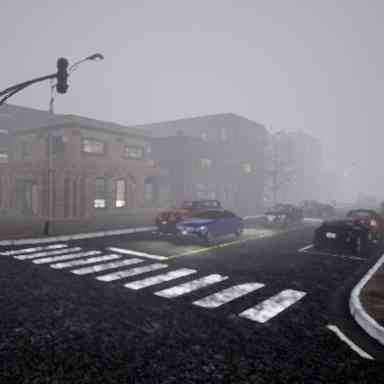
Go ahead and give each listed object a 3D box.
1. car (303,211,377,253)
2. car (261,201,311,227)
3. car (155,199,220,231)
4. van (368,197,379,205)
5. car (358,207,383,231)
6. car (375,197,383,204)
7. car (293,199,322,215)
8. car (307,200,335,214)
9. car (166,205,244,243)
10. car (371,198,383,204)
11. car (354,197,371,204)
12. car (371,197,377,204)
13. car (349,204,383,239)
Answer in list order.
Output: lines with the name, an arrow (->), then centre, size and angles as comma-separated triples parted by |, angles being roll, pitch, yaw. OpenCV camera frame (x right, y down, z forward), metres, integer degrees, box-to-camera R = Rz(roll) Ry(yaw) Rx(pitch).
car -> 6.760, 1.783, 14.913 | 1.947, 1.339, 4.313 | 1, 0, 36
car -> 6.839, 1.658, 24.813 | 2.128, 1.511, 4.902 | 2, 0, 36
car -> 0.004, 1.348, 19.861 | 2.192, 1.841, 5.009 | 1, 0, 36
van -> 42.608, 2.066, 78.059 | 1.690, 1.788, 3.998 | 1, 0, 36
car -> 13.415, 1.851, 24.003 | 1.752, 1.417, 4.829 | 1, 0, 36
car -> 19.873, 1.746, 32.820 | 2.192, 1.841, 5.009 | 1, 0, 36
car -> 13.111, 1.687, 37.768 | 1.967, 1.590, 4.097 | 1, 0, 36
car -> 12.728, 1.827, 32.855 | 1.994, 1.385, 4.181 | 2, 0, 36
car -> 1.033, 1.598, 16.873 | 1.812, 1.442, 4.674 | 2, 0, 36
car -> 45.884, 2.218, 82.535 | 1.967, 1.590, 4.097 | 1, 0, 36
car -> 32.773, 2.117, 64.628 | 2.008, 1.369, 4.403 | 1, 0, 36
car -> 39.331, 1.987, 73.582 | 2.192, 1.841, 5.009 | 1, 0, 36
car -> 10.039, 1.710, 19.389 | 1.967, 1.590, 4.097 | 1, 0, 36
